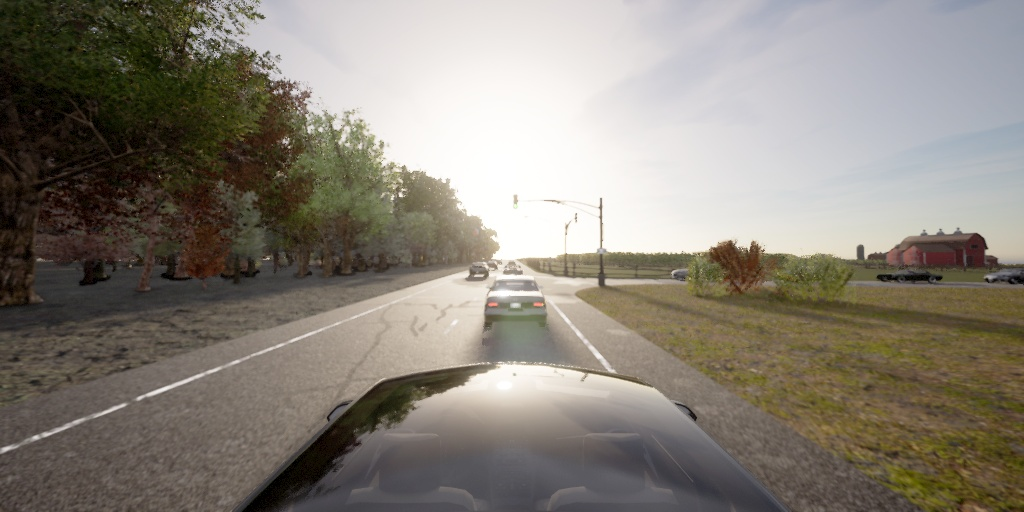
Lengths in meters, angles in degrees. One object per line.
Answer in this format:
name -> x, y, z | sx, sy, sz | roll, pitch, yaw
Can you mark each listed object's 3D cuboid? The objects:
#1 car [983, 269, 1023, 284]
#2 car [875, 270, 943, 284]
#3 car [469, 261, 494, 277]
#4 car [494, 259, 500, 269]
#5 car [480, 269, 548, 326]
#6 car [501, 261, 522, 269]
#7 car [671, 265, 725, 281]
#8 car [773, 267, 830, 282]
car -> 48.555, 1.959, 34.481 | 4.902, 1.511, 2.128 | 1, -1, 1
car -> 38.162, 1.955, 34.569 | 4.718, 1.301, 1.895 | 1, -1, 0
car -> -3.410, 1.392, 37.922 | 2.128, 1.511, 4.902 | 0, 0, 0
car -> -3.418, 1.518, 61.557 | 1.812, 1.442, 4.674 | 0, 0, 0
car -> 0.099, 1.341, 11.842 | 2.033, 1.411, 5.357 | 0, 0, 0
car -> 0.090, 1.497, 36.891 | 1.895, 1.301, 4.718 | 0, 0, 0
car -> 17.992, 1.626, 34.685 | 4.902, 1.511, 2.128 | 1, -1, 1
car -> 27.978, 1.748, 34.621 | 4.892, 1.490, 1.837 | 1, -1, 0
